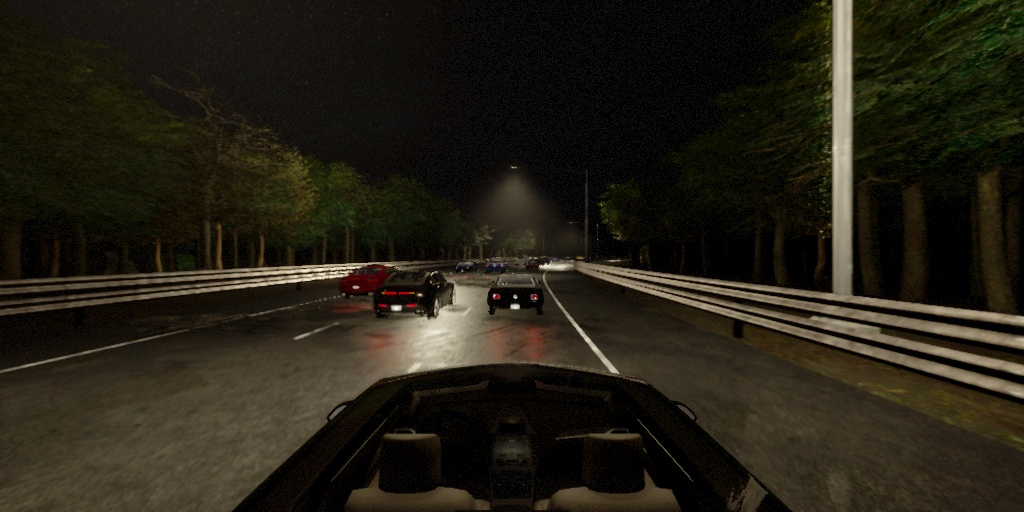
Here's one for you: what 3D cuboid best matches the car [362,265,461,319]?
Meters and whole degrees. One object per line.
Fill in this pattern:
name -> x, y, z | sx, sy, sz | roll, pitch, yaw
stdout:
car -> -3.264, 1.244, 12.762 | 1.837, 1.490, 4.892 | 0, 0, 2

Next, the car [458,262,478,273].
car -> -5.227, 1.319, 41.591 | 1.895, 1.301, 4.718 | 0, 0, 5

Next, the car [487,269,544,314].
car -> 0.174, 1.346, 13.773 | 1.895, 1.301, 4.718 | 0, 0, 2

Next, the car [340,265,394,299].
car -> -6.621, 1.205, 17.917 | 1.882, 1.535, 5.008 | 0, 0, 2

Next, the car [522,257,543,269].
car -> 3.151, 1.274, 53.967 | 2.033, 1.411, 5.357 | 0, 0, 7

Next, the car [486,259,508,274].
car -> -1.664, 1.077, 40.838 | 2.097, 1.767, 4.553 | 0, 0, 5
